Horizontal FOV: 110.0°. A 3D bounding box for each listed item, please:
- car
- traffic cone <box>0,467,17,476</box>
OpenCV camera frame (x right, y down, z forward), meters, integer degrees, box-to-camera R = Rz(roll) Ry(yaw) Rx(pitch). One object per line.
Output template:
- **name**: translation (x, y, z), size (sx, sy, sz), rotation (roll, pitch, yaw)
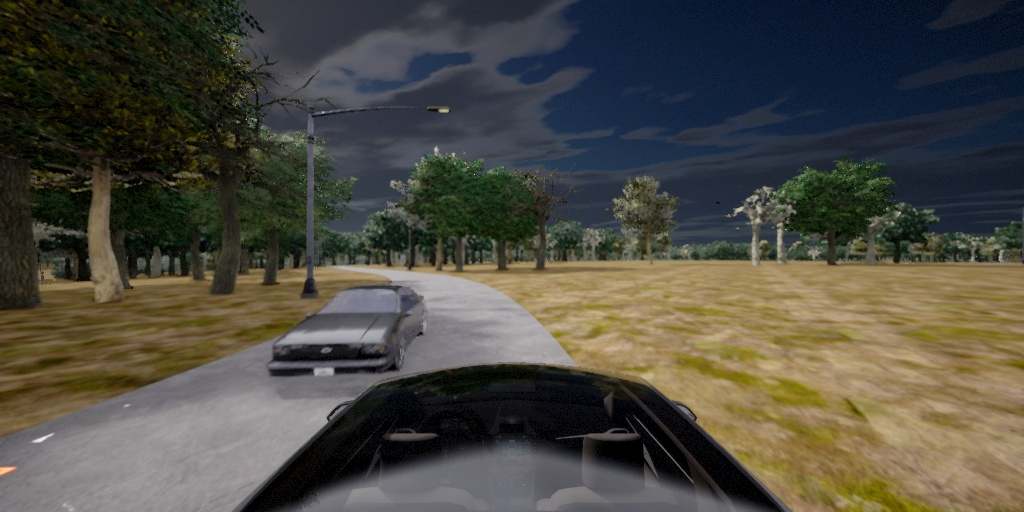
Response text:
- **car**: translation (-3.050, 1.365, 7.988), size (2.033, 1.411, 5.357), rotation (0, -1, -6)
- **traffic cone**: translation (-4.854, 1.727, 3.231), size (0.340, 0.580, 0.340), rotation (0, 0, -1)
